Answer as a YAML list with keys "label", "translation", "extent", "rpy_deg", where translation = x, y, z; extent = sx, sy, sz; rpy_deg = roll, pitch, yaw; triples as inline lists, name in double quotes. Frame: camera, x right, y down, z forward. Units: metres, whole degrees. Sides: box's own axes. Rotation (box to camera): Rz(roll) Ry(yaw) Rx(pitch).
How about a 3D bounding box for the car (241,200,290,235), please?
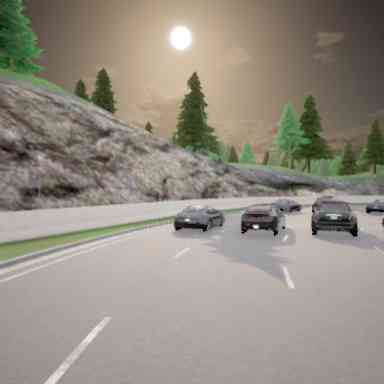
- label: "car"
  translation: [4.018, 1.408, 18.308]
  extent: [1.837, 1.490, 4.892]
  rpy_deg: [0, 0, 22]

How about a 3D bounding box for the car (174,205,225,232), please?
- label: "car"
  translation: [0.534, 1.461, 19.604]
  extent: [1.994, 1.385, 4.181]
  rpy_deg: [0, 0, 22]

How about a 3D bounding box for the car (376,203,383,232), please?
- label: "car"
  translation: [10.341, 1.464, 15.893]
  extent: [2.033, 1.411, 5.357]
  rpy_deg: [0, 0, 24]

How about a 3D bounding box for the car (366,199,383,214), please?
- label: "car"
  translation: [18.630, 1.394, 32.284]
  extent: [4.181, 1.385, 1.994]
  rpy_deg: [0, 0, -41]

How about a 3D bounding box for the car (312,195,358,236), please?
- label: "car"
  translation: [7.691, 1.258, 17.952]
  extent: [2.097, 1.767, 4.553]
  rpy_deg: [0, 0, 24]

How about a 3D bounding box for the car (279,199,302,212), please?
- label: "car"
  translation: [9.463, 1.388, 33.466]
  extent: [1.994, 1.385, 4.181]
  rpy_deg: [0, 0, 42]

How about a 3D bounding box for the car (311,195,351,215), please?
- label: "car"
  translation: [13.507, 1.185, 32.256]
  extent: [2.097, 1.767, 4.553]
  rpy_deg: [0, 1, 43]
